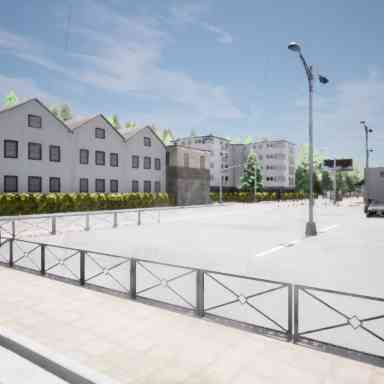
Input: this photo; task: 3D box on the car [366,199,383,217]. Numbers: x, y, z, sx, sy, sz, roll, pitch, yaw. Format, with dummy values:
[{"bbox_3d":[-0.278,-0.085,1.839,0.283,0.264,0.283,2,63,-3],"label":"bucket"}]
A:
[{"bbox_3d":[15.364,1.298,26.852,2.007,1.523,4.514,0,0,35],"label":"car"}]
